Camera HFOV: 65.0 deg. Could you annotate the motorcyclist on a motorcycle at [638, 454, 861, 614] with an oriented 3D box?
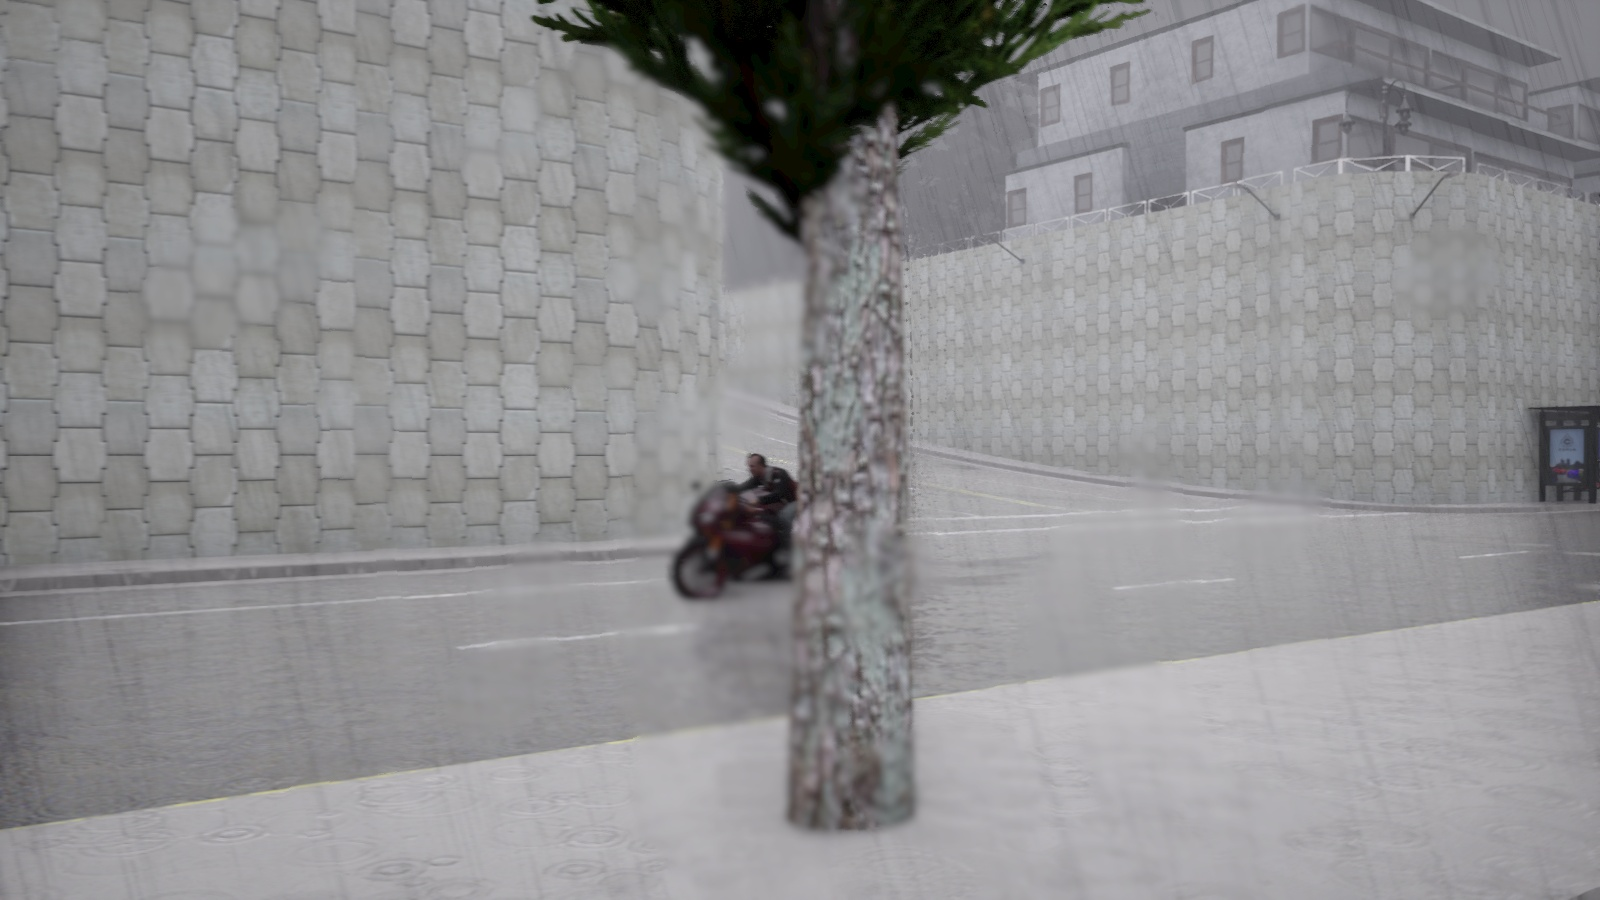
[{"bbox_3d":[-0.501,0.813,13.057,2.191,1.530,0.866,0,0,-35],"label":"motorcyclist on a motorcycle"}]
